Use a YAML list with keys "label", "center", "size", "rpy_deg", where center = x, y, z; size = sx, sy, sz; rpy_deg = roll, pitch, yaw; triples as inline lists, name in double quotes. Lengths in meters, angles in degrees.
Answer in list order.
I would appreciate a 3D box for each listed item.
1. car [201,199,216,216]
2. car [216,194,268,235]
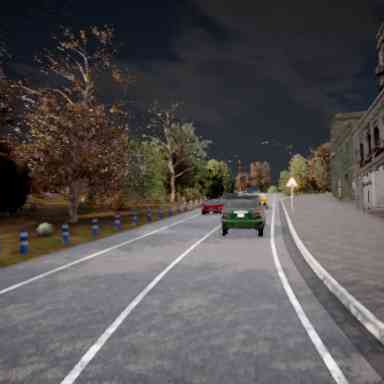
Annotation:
- label: "car"
  center: [2.117, 1.347, 29.731]
  size: [1.895, 1.301, 4.718]
  rpy_deg: [-1, 1, 14]
- label: "car"
  center: [2.966, 1.155, 18.682]
  size: [2.150, 2.045, 5.566]
  rpy_deg: [-1, 1, 13]
